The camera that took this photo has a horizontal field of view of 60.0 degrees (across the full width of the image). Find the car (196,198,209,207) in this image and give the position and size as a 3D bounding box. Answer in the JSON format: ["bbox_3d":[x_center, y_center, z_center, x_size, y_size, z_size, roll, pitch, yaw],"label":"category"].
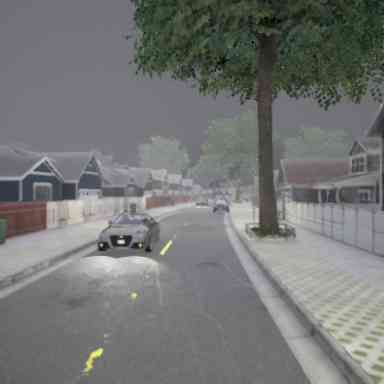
[{"bbox_3d":[1.873,1.776,56.565,1.994,1.385,4.181,0,0,8],"label":"car"}]

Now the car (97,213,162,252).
[{"bbox_3d":[-2.460,1.597,13.896,1.994,1.385,4.181,0,0,3],"label":"car"}]

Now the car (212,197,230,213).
[{"bbox_3d":[3.476,1.666,39.630,1.812,1.442,4.674,0,0,7],"label":"car"}]

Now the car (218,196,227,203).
[{"bbox_3d":[6.782,1.693,72.857,1.812,1.442,4.674,0,0,7],"label":"car"}]
